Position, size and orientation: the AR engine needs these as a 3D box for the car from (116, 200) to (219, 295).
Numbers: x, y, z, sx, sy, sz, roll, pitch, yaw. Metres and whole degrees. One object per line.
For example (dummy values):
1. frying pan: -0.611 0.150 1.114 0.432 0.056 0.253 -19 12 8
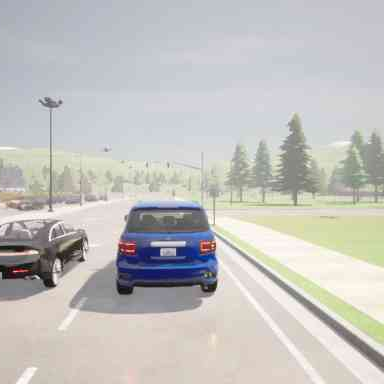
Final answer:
1. car: -0.676 1.223 8.945 2.150 2.045 5.566 0 0 -5

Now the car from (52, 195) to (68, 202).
1. car: -29.773 1.530 75.283 2.128 1.511 4.902 0 0 -5

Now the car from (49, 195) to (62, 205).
1. car: -25.033 1.506 60.581 1.837 1.490 4.892 0 1 -5

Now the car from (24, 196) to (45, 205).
1. car: -28.512 1.507 60.303 1.837 1.490 4.892 0 0 -4

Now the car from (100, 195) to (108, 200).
1. car: -23.978 1.484 89.561 1.994 1.385 4.181 0 0 -5

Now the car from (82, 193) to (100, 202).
1. car: -22.726 1.482 75.042 1.882 1.535 5.008 0 0 -5

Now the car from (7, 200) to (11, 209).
1. car: -23.758 1.354 46.161 2.097 1.767 4.553 0 0 -5

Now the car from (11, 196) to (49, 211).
1. car: -19.580 1.494 40.443 2.128 1.511 4.902 0 0 -7

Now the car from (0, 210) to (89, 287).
1. car: -4.210 1.492 9.192 2.128 1.511 4.902 0 0 -5

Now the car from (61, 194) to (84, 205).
1. car: -21.486 1.529 60.049 1.812 1.442 4.674 0 0 -4

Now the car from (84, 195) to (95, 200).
1. car: -27.433 1.491 88.885 1.994 1.385 4.181 0 0 -5
